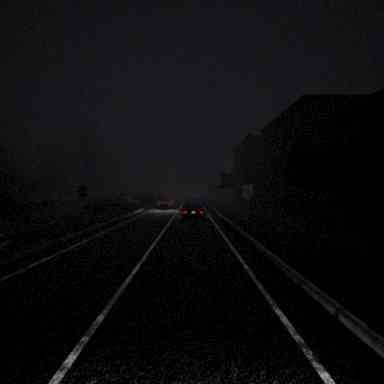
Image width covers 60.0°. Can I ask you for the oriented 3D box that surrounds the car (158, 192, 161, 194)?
[{"bbox_3d":[-9.236,1.271,68.451,4.674,1.452,2.002,0,1,0],"label":"car"}]

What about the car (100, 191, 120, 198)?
[{"bbox_3d":[-21.725,0.731,88.104,4.553,1.767,2.185,0,1,0],"label":"car"}]

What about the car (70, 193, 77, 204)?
[{"bbox_3d":[-21.868,1.354,54.205,4.792,1.488,2.163,0,0,0],"label":"car"}]

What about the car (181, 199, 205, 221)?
[{"bbox_3d":[0.087,1.534,26.786,2.033,1.411,5.357,0,0,0],"label":"car"}]

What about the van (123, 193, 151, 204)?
[{"bbox_3d":[-9.420,1.095,57.127,4.442,1.987,1.878,0,0,0],"label":"van"}]

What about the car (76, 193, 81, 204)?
[{"bbox_3d":[-21.851,1.349,57.029,4.792,1.488,2.163,0,0,0],"label":"car"}]

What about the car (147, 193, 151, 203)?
[{"bbox_3d":[-9.341,1.329,51.476,5.008,1.535,2.097,0,0,0],"label":"car"}]

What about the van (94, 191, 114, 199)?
[{"bbox_3d":[-21.842,0.736,82.583,4.442,1.987,1.878,0,1,0],"label":"van"}]

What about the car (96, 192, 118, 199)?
[{"bbox_3d":[-21.716,0.910,85.283,5.008,1.535,2.097,0,1,0],"label":"car"}]

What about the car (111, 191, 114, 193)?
[{"bbox_3d":[-21.749,1.017,79.762,4.892,1.521,2.231,0,1,0],"label":"car"}]

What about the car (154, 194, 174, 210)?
[{"bbox_3d":[-3.349,1.406,42.567,1.882,1.535,5.008,0,0,0],"label":"car"}]

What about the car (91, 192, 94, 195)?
[{"bbox_3d":[-21.842,1.308,62.688,5.008,1.535,2.097,0,0,0],"label":"car"}]

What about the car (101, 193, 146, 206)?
[{"bbox_3d":[-9.554,1.334,45.826,5.366,1.575,1.946,0,0,0],"label":"car"}]

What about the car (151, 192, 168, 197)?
[{"bbox_3d":[-9.090,0.786,93.878,4.674,1.452,2.002,0,1,0],"label":"car"}]

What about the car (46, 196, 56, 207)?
[{"bbox_3d":[-21.943,1.336,45.735,5.008,1.535,2.097,0,0,0],"label":"car"}]

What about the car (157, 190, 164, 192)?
[{"bbox_3d":[-9.238,0.998,74.099,4.553,1.767,2.185,0,1,0],"label":"car"}]

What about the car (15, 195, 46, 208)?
[{"bbox_3d":[-21.932,1.214,43.035,4.553,1.767,2.185,0,0,0],"label":"car"}]

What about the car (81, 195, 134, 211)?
[{"bbox_3d":[-9.446,1.379,37.347,4.792,1.488,2.163,0,0,0],"label":"car"}]

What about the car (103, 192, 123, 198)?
[{"bbox_3d":[-21.673,0.802,90.929,5.008,1.535,2.097,0,1,0],"label":"car"}]

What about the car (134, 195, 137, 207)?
[{"bbox_3d":[-9.403,1.386,40.173,4.674,1.452,2.002,0,0,0],"label":"car"}]

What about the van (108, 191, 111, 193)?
[{"bbox_3d":[-21.878,0.844,76.934,4.442,1.987,1.878,0,1,0],"label":"van"}]

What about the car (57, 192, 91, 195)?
[{"bbox_3d":[-21.836,1.064,59.852,5.566,2.045,2.435,0,0,0],"label":"car"}]

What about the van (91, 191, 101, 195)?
[{"bbox_3d":[-21.693,1.005,68.463,4.442,1.987,1.878,0,1,0],"label":"van"}]

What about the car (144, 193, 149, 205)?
[{"bbox_3d":[-9.347,1.333,48.651,5.008,1.535,2.097,0,0,0],"label":"car"}]

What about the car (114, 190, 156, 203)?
[{"bbox_3d":[-9.292,1.074,54.301,5.566,2.045,2.435,0,0,0],"label":"car"}]

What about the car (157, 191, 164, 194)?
[{"bbox_3d":[-9.217,1.177,71.276,5.008,1.535,2.097,0,1,0],"label":"car"}]

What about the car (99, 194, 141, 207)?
[{"bbox_3d":[-9.387,1.382,42.999,4.674,1.452,2.002,0,0,0],"label":"car"}]

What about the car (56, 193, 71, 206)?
[{"bbox_3d":[-21.920,1.329,51.507,4.892,1.521,2.231,0,0,0],"label":"car"}]

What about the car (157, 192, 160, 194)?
[{"bbox_3d":[-9.257,1.320,65.617,4.674,1.452,2.002,0,1,0],"label":"car"}]

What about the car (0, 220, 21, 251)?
[{"bbox_3d":[-9.120,1.531,11.369,5.366,1.575,1.946,0,0,0],"label":"car"}]

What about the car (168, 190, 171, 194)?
[{"bbox_3d":[-9.295,0.797,91.053,5.366,1.575,1.946,0,1,0],"label":"car"}]

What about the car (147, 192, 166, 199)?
[{"bbox_3d":[-9.173,0.782,85.399,4.553,1.767,2.185,0,1,0],"label":"car"}]

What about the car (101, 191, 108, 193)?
[{"bbox_3d":[-21.747,1.000,73.989,4.553,1.767,2.185,0,1,0],"label":"car"}]

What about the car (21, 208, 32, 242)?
[{"bbox_3d":[-9.313,1.575,14.012,4.674,1.452,2.002,-1,0,1],"label":"car"}]

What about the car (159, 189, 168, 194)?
[{"bbox_3d":[-9.202,0.765,79.746,5.566,2.045,2.435,0,1,0],"label":"car"}]
